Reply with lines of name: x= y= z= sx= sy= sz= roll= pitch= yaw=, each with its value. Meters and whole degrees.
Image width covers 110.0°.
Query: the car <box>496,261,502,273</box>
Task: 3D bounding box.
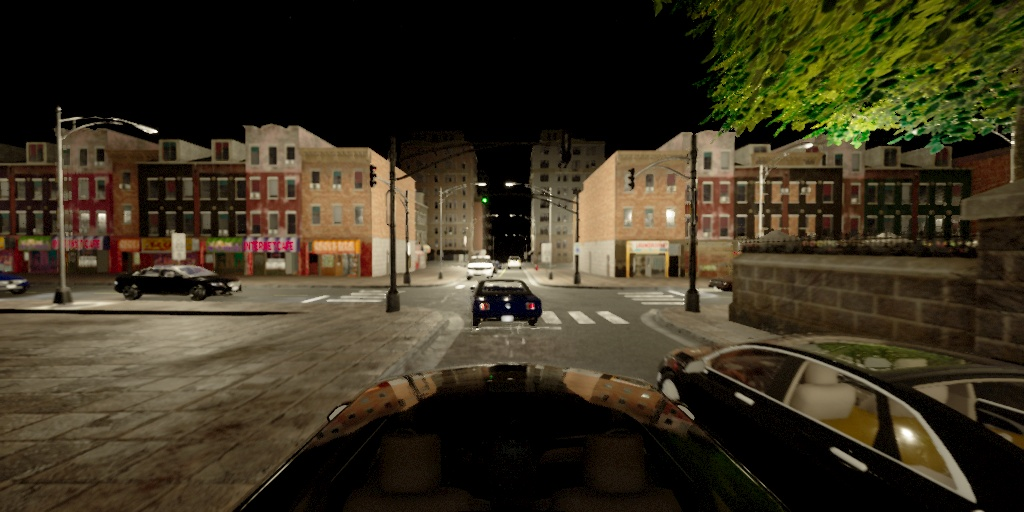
car: x=-2.654 y=1.372 z=42.318 sx=2.033 sy=1.411 sz=5.357 roll=0 pitch=0 yaw=1

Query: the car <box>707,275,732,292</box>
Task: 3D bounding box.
car: x=13.533 y=1.304 z=19.184 sx=5.357 sy=1.411 sz=2.033 roll=0 pitch=1 yaw=0

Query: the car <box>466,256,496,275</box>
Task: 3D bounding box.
car: x=-2.775 y=1.022 z=31.886 sx=2.150 sy=2.045 sz=5.566 roll=0 pitch=0 yaw=-2

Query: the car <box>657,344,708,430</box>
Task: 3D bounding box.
car: x=2.664 y=1.302 z=2.840 sx=2.007 sy=1.370 sz=4.403 roll=0 pitch=0 yaw=0

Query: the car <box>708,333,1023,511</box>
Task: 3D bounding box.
car: x=2.689 y=1.274 z=0.866 sx=1.751 sy=1.417 sz=4.829 roll=0 pitch=0 yaw=0

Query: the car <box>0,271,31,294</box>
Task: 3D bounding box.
car: x=-25.127 y=1.103 z=16.333 sx=4.674 sy=1.442 sz=1.812 roll=1 pitch=1 yaw=0

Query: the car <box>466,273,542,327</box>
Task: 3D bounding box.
car: x=-0.407 y=1.377 z=11.599 sx=1.895 sy=1.301 sz=4.718 roll=0 pitch=-1 yaw=-8

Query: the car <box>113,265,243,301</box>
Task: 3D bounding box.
car: x=-15.022 y=1.180 z=16.308 sx=4.902 sy=1.511 sz=2.128 roll=1 pitch=1 yaw=0

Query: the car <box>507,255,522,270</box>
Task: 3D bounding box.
car: x=0.413 y=1.083 z=57.314 sx=2.150 sy=2.045 sz=5.566 roll=0 pitch=0 yaw=1
